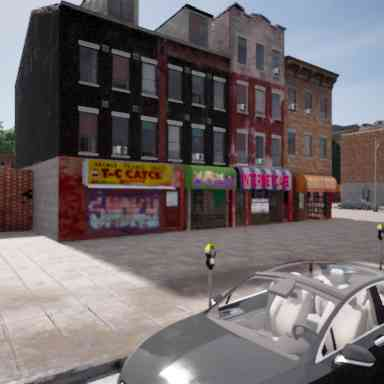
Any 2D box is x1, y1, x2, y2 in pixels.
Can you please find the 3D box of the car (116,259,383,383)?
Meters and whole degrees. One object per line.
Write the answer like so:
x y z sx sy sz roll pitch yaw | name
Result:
1.332 1.551 3.749 4.403 1.369 2.008 0 0 -35 | car

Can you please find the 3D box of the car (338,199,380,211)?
18.672 1.458 37.252 1.994 1.385 4.181 0 0 -36 | car
